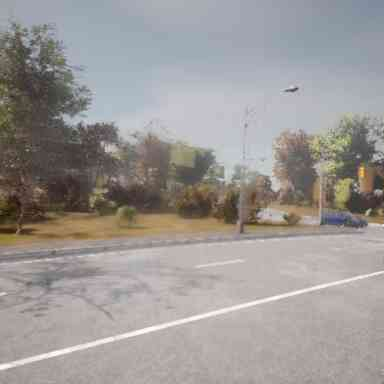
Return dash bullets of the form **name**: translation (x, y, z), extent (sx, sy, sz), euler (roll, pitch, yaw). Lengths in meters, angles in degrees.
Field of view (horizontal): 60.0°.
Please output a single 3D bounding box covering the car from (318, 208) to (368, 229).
- **car**: translation (14.625, 2.532, 32.326), extent (2.097, 1.767, 4.553), euler (5, -3, -28)
